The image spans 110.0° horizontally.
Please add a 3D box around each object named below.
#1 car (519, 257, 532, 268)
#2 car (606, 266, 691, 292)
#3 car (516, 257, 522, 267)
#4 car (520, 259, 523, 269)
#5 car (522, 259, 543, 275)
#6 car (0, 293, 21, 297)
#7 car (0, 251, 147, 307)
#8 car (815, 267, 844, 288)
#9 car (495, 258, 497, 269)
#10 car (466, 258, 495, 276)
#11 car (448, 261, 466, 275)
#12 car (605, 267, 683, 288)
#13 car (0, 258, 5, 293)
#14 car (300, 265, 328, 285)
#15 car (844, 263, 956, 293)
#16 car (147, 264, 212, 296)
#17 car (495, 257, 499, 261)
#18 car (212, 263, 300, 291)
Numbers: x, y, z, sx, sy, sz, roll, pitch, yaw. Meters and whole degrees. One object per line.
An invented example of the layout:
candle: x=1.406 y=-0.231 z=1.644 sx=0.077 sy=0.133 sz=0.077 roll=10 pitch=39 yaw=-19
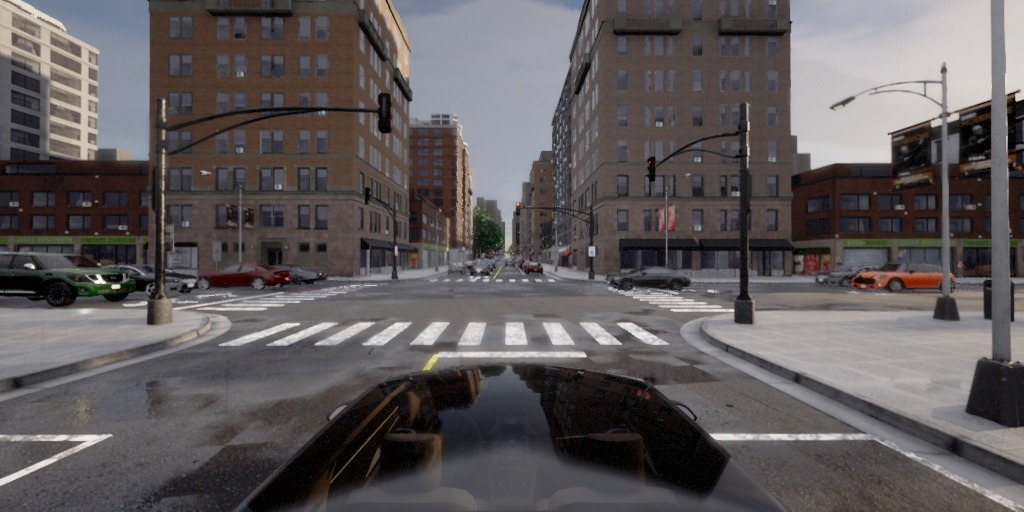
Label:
car: x=2.335 y=1.303 z=51.131 sx=1.751 sy=1.417 sz=4.829 roll=0 pitch=0 yaw=-1
car: x=8.023 y=1.312 z=21.125 sx=4.674 sy=1.442 sz=1.812 roll=1 pitch=0 yaw=0
car: x=2.275 y=1.104 z=56.467 sx=2.192 sy=1.841 sz=5.009 roll=0 pitch=0 yaw=-1
car: x=2.400 y=1.335 z=45.454 sx=1.948 sy=1.339 sz=4.313 roll=0 pitch=0 yaw=-1
car: x=2.463 y=1.307 z=39.948 sx=1.888 sy=1.381 sz=4.507 roll=0 pitch=0 yaw=-1
car: x=-5.855 y=1.190 z=1.494 sx=1.967 sy=1.591 sz=4.097 roll=0 pitch=0 yaw=0
car: x=-18.473 y=0.853 z=14.224 sx=5.566 sy=2.045 sz=2.150 roll=0 pitch=0 yaw=0
car: x=23.564 y=1.381 z=24.496 sx=4.902 sy=1.511 sz=2.128 roll=0 pitch=0 yaw=0
car: x=-3.374 y=1.320 z=47.403 sx=2.033 sy=1.411 sz=5.357 roll=0 pitch=0 yaw=-1
car: x=-3.267 y=1.252 z=37.599 sx=2.128 sy=1.511 sz=4.902 roll=0 pitch=0 yaw=0
car: x=-6.063 y=1.312 z=39.855 sx=2.007 sy=1.370 sz=4.403 roll=0 pitch=0 yaw=-1
car: x=8.931 y=1.424 z=24.563 sx=4.718 sy=1.301 sz=1.895 roll=0 pitch=-1 yaw=2
car: x=-28.382 y=0.971 z=17.397 sx=4.553 sy=1.767 sz=2.097 roll=0 pitch=0 yaw=-1
car: x=-15.431 y=1.267 z=24.193 sx=5.357 sy=1.411 sz=2.033 roll=0 pitch=0 yaw=0
car: x=23.046 y=1.216 z=21.243 sx=4.553 sy=1.767 sz=2.097 roll=0 pitch=0 yaw=0
car: x=-18.124 y=1.149 z=17.469 sx=4.902 sy=1.511 sz=2.128 roll=0 pitch=0 yaw=-1
car: x=-3.485 y=1.297 z=57.784 sx=1.837 sy=1.490 sz=4.892 roll=0 pitch=0 yaw=0
car: x=-15.603 y=1.172 z=20.943 sx=5.008 sy=1.535 sz=1.882 roll=0 pitch=0 yaw=0
